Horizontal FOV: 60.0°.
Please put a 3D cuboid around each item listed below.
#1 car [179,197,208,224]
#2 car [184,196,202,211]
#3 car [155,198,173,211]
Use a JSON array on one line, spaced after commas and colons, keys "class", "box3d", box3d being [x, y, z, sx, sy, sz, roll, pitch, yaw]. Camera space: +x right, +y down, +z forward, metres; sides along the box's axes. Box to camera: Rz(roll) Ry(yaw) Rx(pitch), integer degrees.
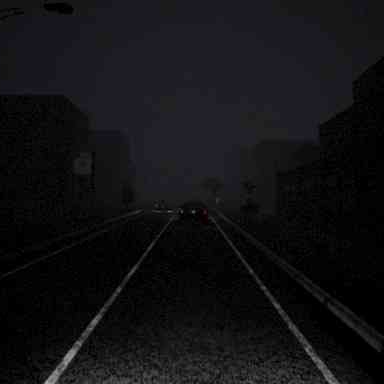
[{"class": "car", "box3d": [0.103, 1.397, 24.926, 2.097, 1.767, 4.553, 0, 0, 0]}, {"class": "car", "box3d": [0.104, 1.459, 42.179, 2.097, 1.767, 4.553, 0, 0, 0]}, {"class": "car", "box3d": [-3.580, 1.615, 42.962, 1.837, 1.490, 4.892, 0, 0, 0]}]
